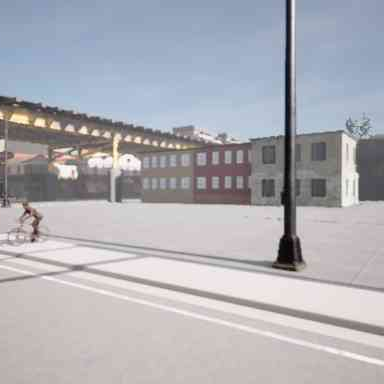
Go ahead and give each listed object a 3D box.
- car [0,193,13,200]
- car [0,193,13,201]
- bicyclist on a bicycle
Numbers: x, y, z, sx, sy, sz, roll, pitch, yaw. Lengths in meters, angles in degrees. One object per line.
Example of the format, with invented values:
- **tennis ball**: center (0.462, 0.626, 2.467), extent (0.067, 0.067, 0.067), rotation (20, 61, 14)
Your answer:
- **car**: center (-34.786, 0.829, 62.242), extent (1.853, 1.218, 4.536), rotation (0, 0, -25)
- **car**: center (-34.765, 0.986, 62.196), extent (2.038, 1.542, 4.974), rotation (0, 0, -25)
- **bicyclist on a bicycle**: center (-6.195, 1.209, 12.710), extent (0.582, 1.620, 1.656), rotation (0, 1, 34)
